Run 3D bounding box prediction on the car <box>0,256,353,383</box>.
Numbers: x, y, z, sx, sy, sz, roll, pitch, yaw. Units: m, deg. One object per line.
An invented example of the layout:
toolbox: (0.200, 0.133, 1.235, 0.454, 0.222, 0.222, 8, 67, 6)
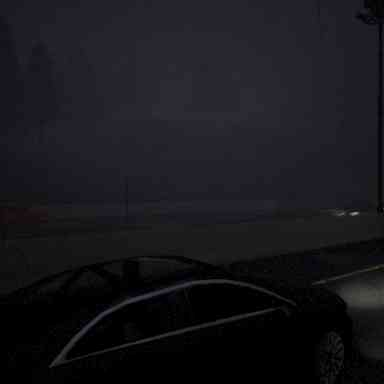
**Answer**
car: (-0.162, 1.494, 3.657, 4.902, 1.511, 2.128, 0, 0, -35)
